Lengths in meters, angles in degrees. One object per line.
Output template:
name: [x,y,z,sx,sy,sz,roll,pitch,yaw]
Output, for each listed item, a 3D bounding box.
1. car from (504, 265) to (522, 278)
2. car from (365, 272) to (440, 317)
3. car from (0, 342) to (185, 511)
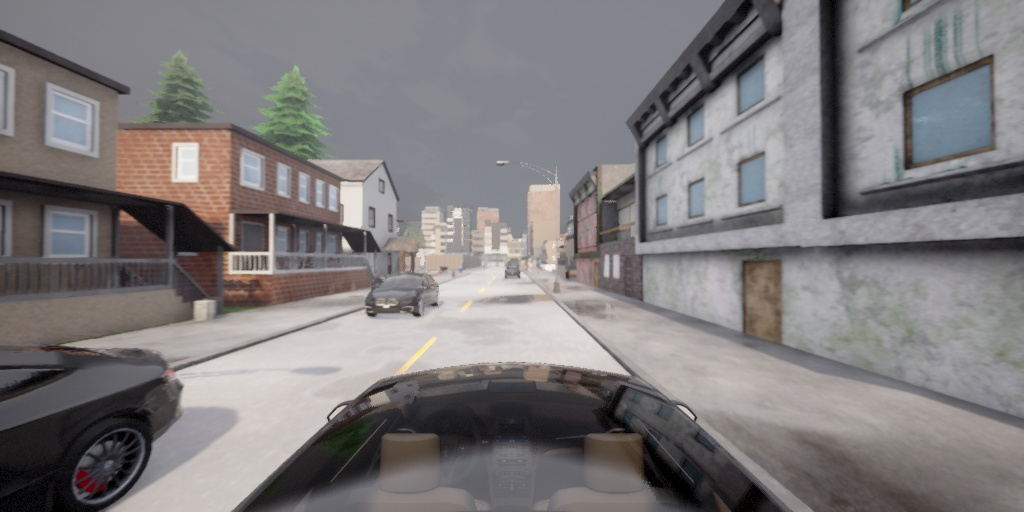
car: [0.076,1.799,42.534,2.128,1.511,4.902,0,-1,0]
car: [-4.088,1.424,14.105,1.837,1.490,4.892,0,-1,0]
car: [-4.097,1.274,1.593,1.812,1.442,4.674,0,-1,0]
